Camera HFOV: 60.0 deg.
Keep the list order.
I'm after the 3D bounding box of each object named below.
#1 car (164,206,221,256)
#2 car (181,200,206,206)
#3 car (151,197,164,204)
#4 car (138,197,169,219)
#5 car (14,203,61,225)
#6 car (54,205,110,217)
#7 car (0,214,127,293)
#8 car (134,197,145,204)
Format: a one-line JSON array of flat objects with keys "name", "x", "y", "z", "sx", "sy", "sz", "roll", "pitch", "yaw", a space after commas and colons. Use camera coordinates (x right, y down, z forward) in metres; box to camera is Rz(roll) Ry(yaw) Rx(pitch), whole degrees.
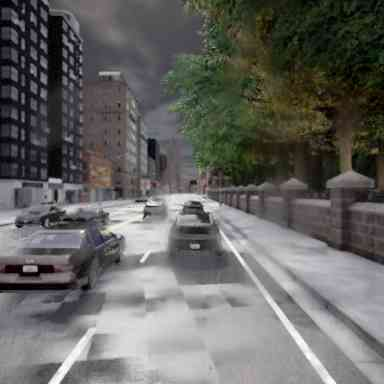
[{"name": "car", "x": 0.103, "y": 1.507, "z": 13.177, "sx": 1.837, "sy": 1.490, "sz": 4.892, "roll": 0, "pitch": 0, "yaw": 0}, {"name": "car", "x": 0.110, "y": 1.510, "z": 29.473, "sx": 1.837, "sy": 1.490, "sz": 4.892, "roll": 0, "pitch": 0, "yaw": 0}, {"name": "car", "x": -6.490, "y": 1.633, "z": 63.152, "sx": 1.895, "sy": 1.301, "sz": 4.718, "roll": 0, "pitch": 0, "yaw": 0}, {"name": "car", "x": -3.140, "y": 1.497, "z": 29.422, "sx": 2.128, "sy": 1.511, "sz": 4.902, "roll": 0, "pitch": 0, "yaw": 0}, {"name": "car", "x": -9.841, "y": 1.508, "z": 22.065, "sx": 1.837, "sy": 1.490, "sz": 4.892, "roll": 0, "pitch": 0, "yaw": 0}, {"name": "car", "x": -6.593, "y": 1.604, "z": 20.862, "sx": 1.895, "sy": 1.301, "sz": 4.718, "roll": 0, "pitch": 0, "yaw": 0}, {"name": "car", "x": -3.149, "y": 1.549, "z": 8.992, "sx": 2.033, "sy": 1.411, "sz": 5.357, "roll": 0, "pitch": 0, "yaw": 0}, {"name": "car", "x": -9.737, "y": 1.633, "z": 63.490, "sx": 1.895, "sy": 1.301, "sz": 4.718, "roll": 0, "pitch": 0, "yaw": 0}]
